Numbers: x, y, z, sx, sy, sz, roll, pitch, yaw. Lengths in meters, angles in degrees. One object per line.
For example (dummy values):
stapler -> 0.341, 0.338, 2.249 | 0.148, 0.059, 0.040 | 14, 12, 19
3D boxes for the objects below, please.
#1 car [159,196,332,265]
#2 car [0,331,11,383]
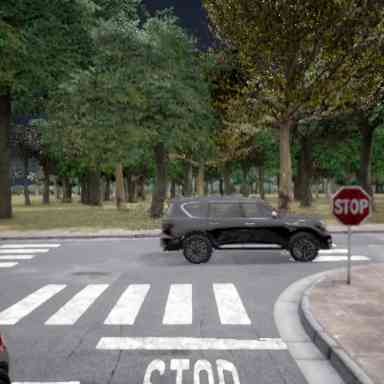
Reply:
car -> 1.675, 1.163, 11.199 | 5.566, 2.045, 2.150 | -1, 1, 0
car -> -2.650, 1.438, 1.382 | 1.967, 1.590, 4.097 | -1, 0, 0
